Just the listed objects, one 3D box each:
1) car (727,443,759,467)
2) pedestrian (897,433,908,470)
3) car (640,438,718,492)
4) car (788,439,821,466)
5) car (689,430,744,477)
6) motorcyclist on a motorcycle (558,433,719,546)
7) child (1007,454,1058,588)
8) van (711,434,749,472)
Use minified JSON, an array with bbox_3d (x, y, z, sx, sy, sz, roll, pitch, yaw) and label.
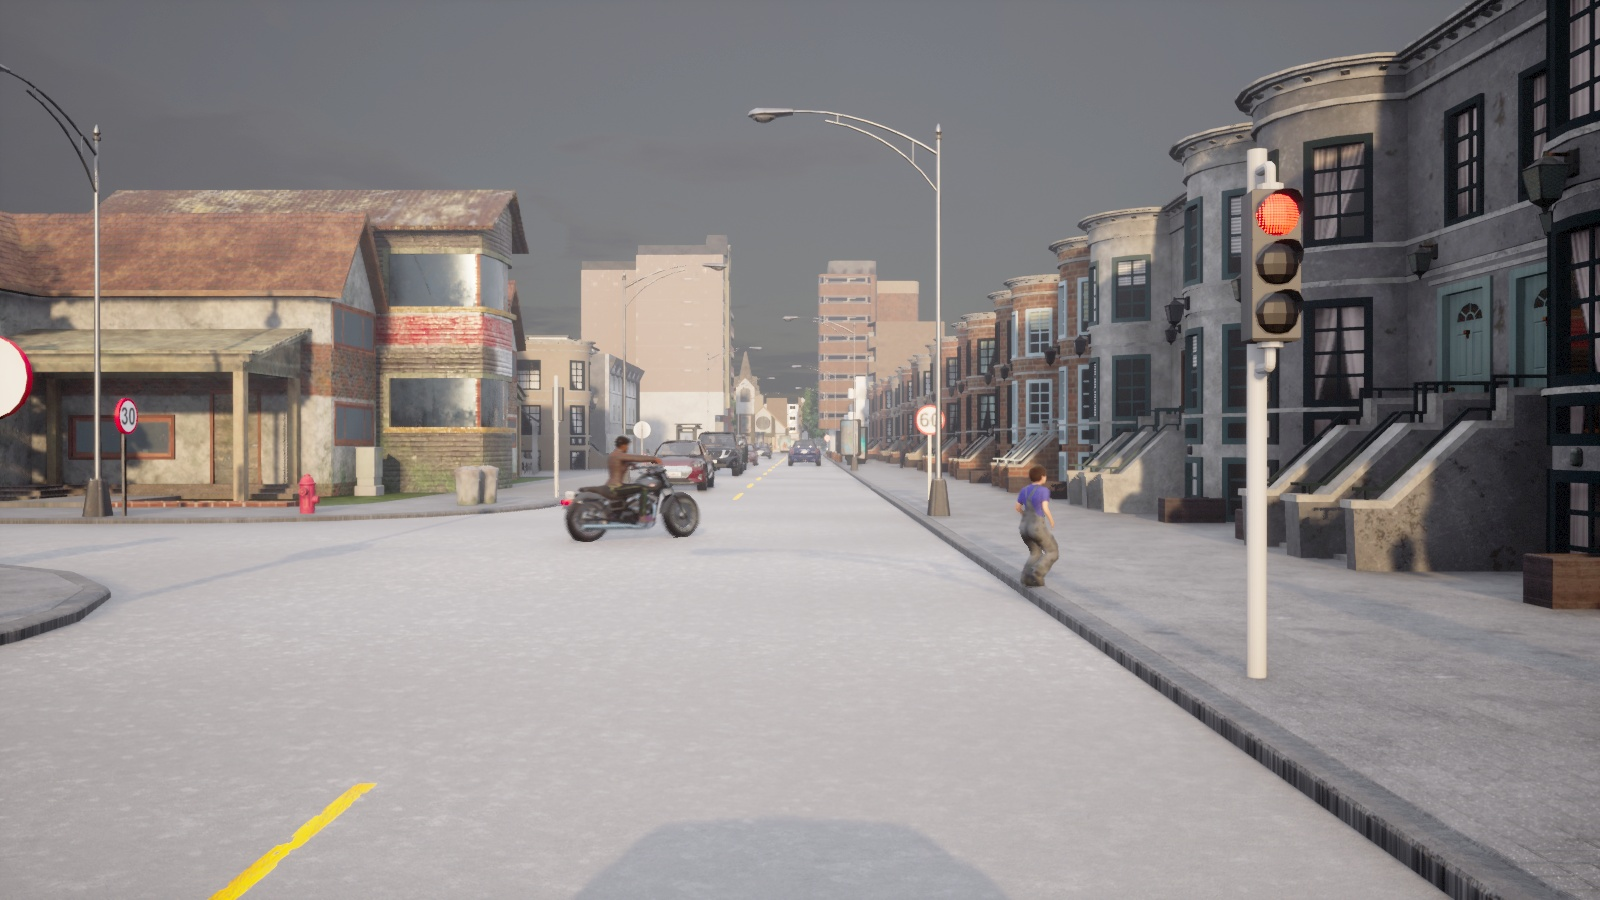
[{"bbox_3d":[-3.704,0.306,82.135,1.812,1.442,4.674,0,1,0],"label":"car"},{"bbox_3d":[5.548,0.077,67.981,0.423,1.949,0.788,0,0,-6],"label":"pedestrian"},{"bbox_3d":[-3.853,0.443,40.826,2.033,1.649,4.856,0,0,0],"label":"car"},{"bbox_3d":[0.297,0.139,82.600,2.097,1.767,4.553,0,0,0],"label":"car"},{"bbox_3d":[-3.793,0.135,57.978,2.150,2.045,5.566,0,0,0],"label":"car"},{"bbox_3d":[-2.463,0.586,19.348,2.350,1.649,0.766,0,-1,-35],"label":"motorcyclist on a motorcycle"},{"bbox_3d":[2.245,0.669,12.115,0.437,1.263,0.270,0,0,-43],"label":"child"},{"bbox_3d":[-3.758,0.111,67.619,1.775,1.987,4.442,0,1,0],"label":"van"}]
